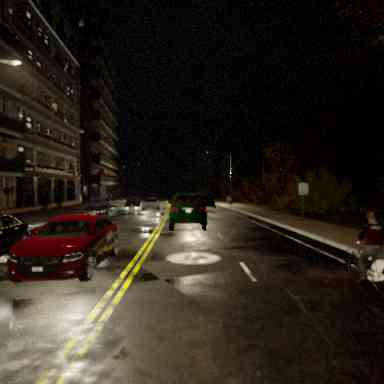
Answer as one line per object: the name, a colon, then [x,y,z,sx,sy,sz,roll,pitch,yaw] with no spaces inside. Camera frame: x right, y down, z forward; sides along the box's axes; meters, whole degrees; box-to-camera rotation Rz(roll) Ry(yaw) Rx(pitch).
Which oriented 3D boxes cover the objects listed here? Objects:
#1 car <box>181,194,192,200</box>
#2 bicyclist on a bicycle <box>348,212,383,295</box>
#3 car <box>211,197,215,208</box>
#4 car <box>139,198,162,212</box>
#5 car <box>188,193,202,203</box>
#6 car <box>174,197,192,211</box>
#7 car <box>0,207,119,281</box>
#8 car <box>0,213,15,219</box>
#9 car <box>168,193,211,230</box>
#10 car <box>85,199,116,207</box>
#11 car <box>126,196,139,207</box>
car: [-1.249,1.112,77.358,2.033,1.411,5.357,0,0,-7]
bicyclist on a bicycle: [4.063,1.330,7.734,0.659,1.776,1.843,0,1,-1]
car: [1.864,1.248,43.210,1.882,1.535,5.008,0,1,-3]
car: [-4.381,1.340,36.118,1.812,1.442,4.674,0,0,-3]
car: [0.527,1.025,60.710,2.097,1.767,4.553,0,0,-5]
car: [-1.124,1.341,39.447,2.033,1.411,5.357,0,0,-3]
car: [-3.469,1.429,9.876,1.882,1.535,5.008,0,0,-1]
car: [-6.730,1.454,10.232,1.837,1.490,4.892,0,1,-1]
car: [-0.270,1.117,20.529,2.150,2.045,5.566,0,0,-2]
car: [-7.181,1.360,26.312,2.128,1.511,4.902,0,0,-2]
car: [-8.219,1.318,47.073,2.033,1.411,5.357,0,0,-4]
